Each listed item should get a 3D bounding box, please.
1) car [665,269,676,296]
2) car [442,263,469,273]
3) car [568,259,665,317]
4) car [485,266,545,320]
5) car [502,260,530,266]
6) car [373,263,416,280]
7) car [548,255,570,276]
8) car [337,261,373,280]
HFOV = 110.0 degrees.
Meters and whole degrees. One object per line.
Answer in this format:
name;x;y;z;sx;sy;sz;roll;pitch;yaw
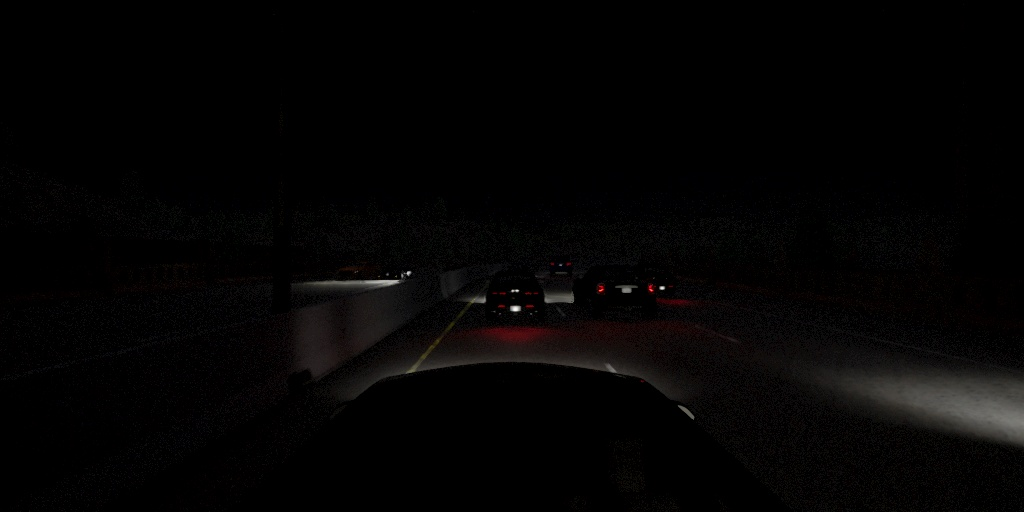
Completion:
car;7.120;1.259;19.388;1.837;1.490;4.892;0;0;0
car;-5.651;1.362;37.240;1.895;1.301;4.718;0;0;10
car;3.601;1.105;13.374;2.097;1.767;4.553;0;0;0
car;0.100;1.257;12.686;1.837;1.490;4.892;0;0;0
car;0.704;1.298;30.881;2.033;1.411;5.357;0;0;6
car;-9.909;1.326;31.081;1.994;1.385;4.181;0;0;6
car;5.156;0.962;37.141;2.150;2.045;5.566;0;0;10
car;-13.377;1.244;31.652;1.882;1.535;5.008;0;0;6
